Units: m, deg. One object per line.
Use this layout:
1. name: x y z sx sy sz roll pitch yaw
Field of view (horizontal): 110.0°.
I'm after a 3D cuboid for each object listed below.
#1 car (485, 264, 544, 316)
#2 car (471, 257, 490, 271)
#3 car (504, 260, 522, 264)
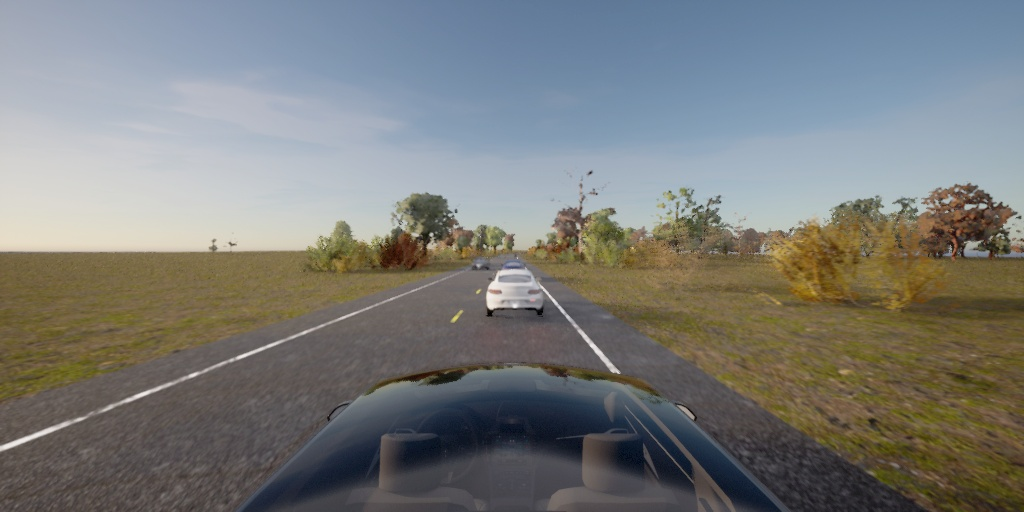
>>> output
1. car: 0.095 1.181 12.756 1.812 1.442 4.674 0 1 0
2. car: -3.565 0.873 41.349 2.128 1.511 4.902 0 1 0
3. car: 0.107 1.039 27.961 1.812 1.442 4.674 0 1 0
